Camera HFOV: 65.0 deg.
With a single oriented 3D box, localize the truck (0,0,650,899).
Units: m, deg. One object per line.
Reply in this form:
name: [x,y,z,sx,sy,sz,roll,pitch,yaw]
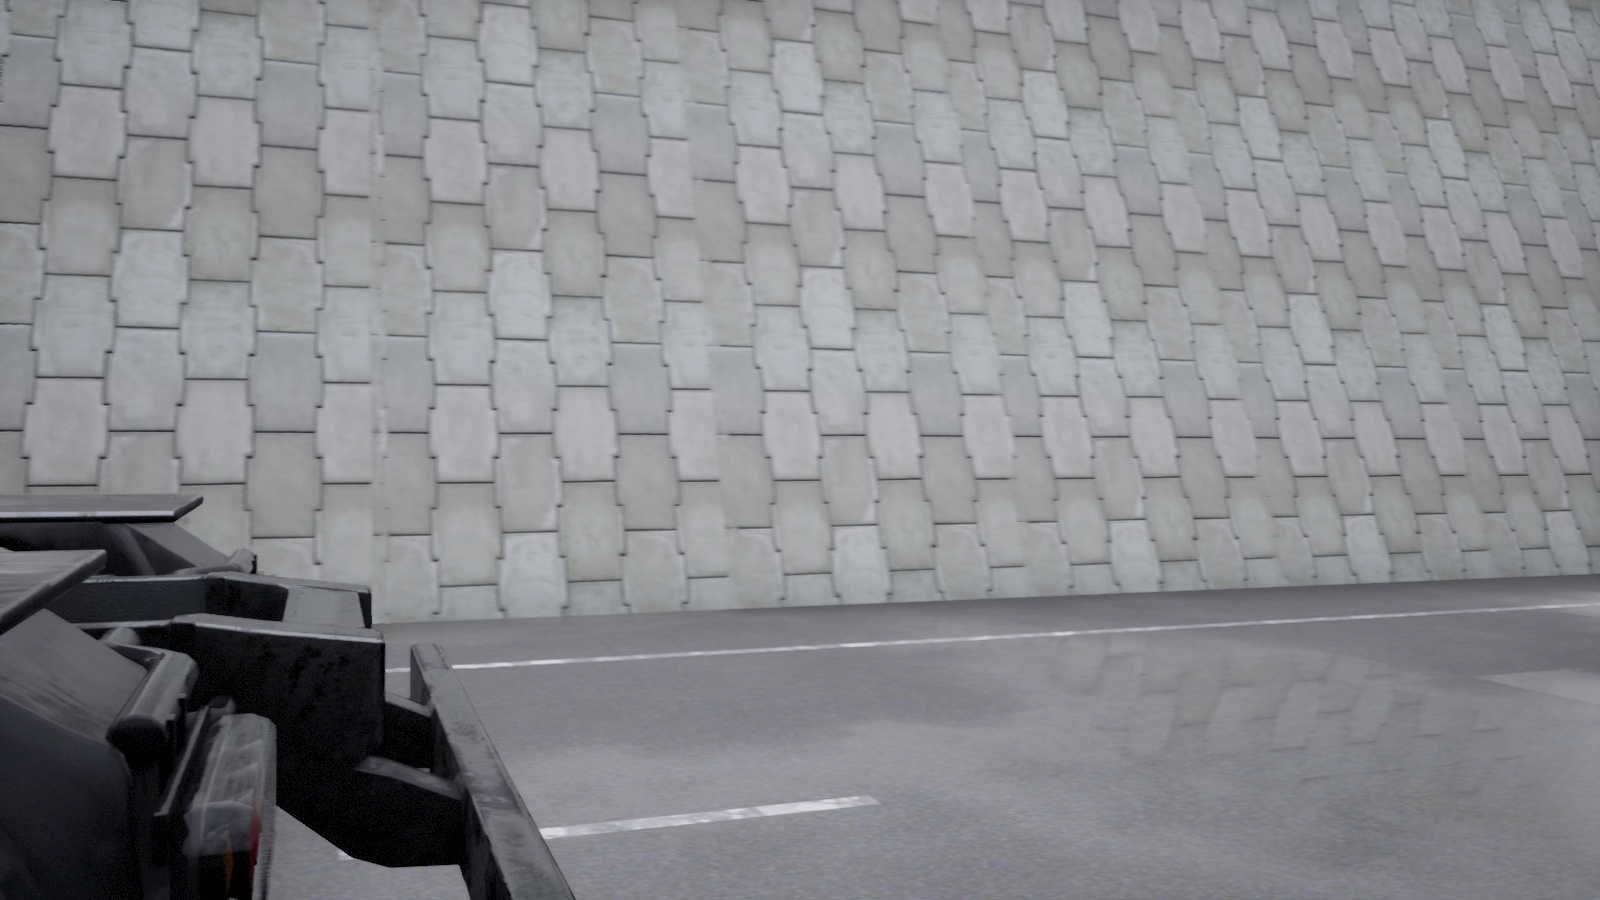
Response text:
truck: [-4.424,-0.161,1.548,7.936,3.462,2.891,-1,1,-21]
